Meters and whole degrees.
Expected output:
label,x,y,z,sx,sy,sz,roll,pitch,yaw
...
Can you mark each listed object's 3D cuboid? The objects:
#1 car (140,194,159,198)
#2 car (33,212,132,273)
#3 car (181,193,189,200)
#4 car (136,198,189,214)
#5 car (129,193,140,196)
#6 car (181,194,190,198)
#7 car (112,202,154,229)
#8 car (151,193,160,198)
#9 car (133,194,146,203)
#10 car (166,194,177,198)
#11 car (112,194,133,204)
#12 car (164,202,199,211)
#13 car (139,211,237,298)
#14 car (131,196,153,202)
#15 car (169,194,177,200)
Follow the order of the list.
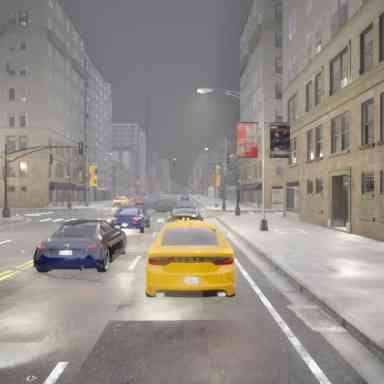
label,x,y,z,sx,sy,sz,roll,pitch,yaw
car,-7.810,1.571,60.751,2.033,1.411,5.357,0,0,-1
car,-3.355,1.566,10.739,1.994,1.385,4.181,0,0,-1
car,-1.880,1.249,90.643,2.097,1.767,4.553,0,0,-1
car,-2.591,1.557,33.693,5.357,1.411,2.033,0,0,-1
car,-11.069,1.246,61.081,2.150,2.045,5.566,0,0,-1
car,-1.669,1.378,80.642,2.097,1.767,4.553,0,0,-1
car,-3.533,1.531,19.481,1.812,1.442,4.674,0,0,-1
car,-7.973,1.251,71.226,2.150,2.045,5.566,0,0,-1
car,-11.220,1.381,71.070,2.097,1.767,4.553,0,0,-1
car,-4.518,1.589,66.284,1.994,1.385,4.181,0,0,-1
car,-10.894,1.499,51.146,1.882,1.535,5.008,0,0,-1
car,-0.353,1.509,18.082,1.837,1.490,4.892,0,0,-1
car,-0.053,1.479,8.601,1.882,1.535,5.008,0,0,-1
car,-7.641,1.622,51.108,1.895,1.301,4.718,0,0,-1
car,-5.155,1.382,91.821,2.097,1.767,4.553,0,0,-1
